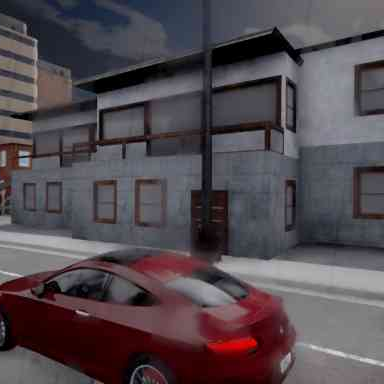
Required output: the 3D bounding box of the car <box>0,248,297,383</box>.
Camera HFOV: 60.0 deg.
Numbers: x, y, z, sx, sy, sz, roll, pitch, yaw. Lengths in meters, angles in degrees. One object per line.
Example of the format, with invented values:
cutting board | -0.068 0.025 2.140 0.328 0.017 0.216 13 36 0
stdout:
car | -0.980 1.541 4.608 4.674 1.442 1.812 0 0 33
